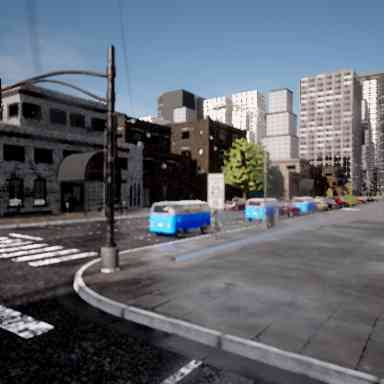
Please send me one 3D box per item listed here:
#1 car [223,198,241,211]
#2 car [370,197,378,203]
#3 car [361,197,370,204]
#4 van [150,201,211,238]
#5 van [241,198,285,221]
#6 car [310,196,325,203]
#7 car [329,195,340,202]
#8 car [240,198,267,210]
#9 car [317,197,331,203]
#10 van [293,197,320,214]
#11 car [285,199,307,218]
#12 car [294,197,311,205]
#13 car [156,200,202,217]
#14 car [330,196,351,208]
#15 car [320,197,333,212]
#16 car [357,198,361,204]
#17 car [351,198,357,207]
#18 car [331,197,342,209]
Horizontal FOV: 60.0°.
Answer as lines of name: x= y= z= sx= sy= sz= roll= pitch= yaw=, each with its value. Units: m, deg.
car: x=5.294 y=1.472 z=40.828 sx=1.967 sy=1.590 sz=4.097 roll=0 pitch=0 yaw=35
car: x=43.786 y=1.878 z=81.267 sx=1.947 sy=1.339 sz=4.313 roll=0 pitch=0 yaw=35
car: x=34.295 y=1.789 z=67.690 sx=1.887 sy=1.381 sz=4.507 roll=0 pitch=0 yaw=35
van: x=-0.503 y=1.387 z=17.908 sx=1.690 sy=1.788 sz=3.998 roll=0 pitch=0 yaw=35
van: x=5.824 y=1.416 z=26.959 sx=1.690 sy=1.788 sz=3.998 roll=0 pitch=0 yaw=35
car: x=27.340 y=1.693 z=72.366 sx=1.752 sy=1.417 sz=4.829 roll=0 pitch=0 yaw=35
car: x=36.928 y=1.676 z=86.082 sx=1.967 sy=1.590 sz=4.097 roll=0 pitch=0 yaw=35
car: x=8.456 y=1.594 z=45.353 sx=1.887 sy=1.381 sz=4.507 roll=0 pitch=0 yaw=35
car: x=30.600 y=1.756 z=77.032 sx=1.947 sy=1.339 sz=4.313 roll=0 pitch=0 yaw=35
van: x=12.151 y=1.449 z=36.010 sx=1.690 sy=1.788 sz=3.998 roll=0 pitch=0 yaw=35
car: x=8.986 y=1.636 z=31.484 sx=1.887 sy=1.381 sz=4.507 roll=0 pitch=0 yaw=35
car: x=21.110 y=1.670 z=63.455 sx=1.887 sy=1.381 sz=4.507 roll=0 pitch=0 yaw=35
car: x=-1.132 y=1.524 z=31.636 sx=1.752 sy=1.417 sz=4.829 roll=0 pitch=0 yaw=35
car: x=21.643 y=1.477 z=49.588 sx=2.192 sy=1.841 sz=5.009 roll=0 pitch=0 yaw=35
car: x=15.412 y=1.651 z=40.676 sx=1.752 sy=1.417 sz=4.829 roll=0 pitch=0 yaw=35
car: x=28.066 y=1.727 z=58.779 sx=1.752 sy=1.417 sz=4.829 roll=0 pitch=0 yaw=35
car: x=24.807 y=1.496 z=54.114 sx=2.192 sy=1.841 sz=5.009 roll=0 pitch=0 yaw=35
car: x=18.477 y=1.709 z=45.062 sx=1.947 sy=1.339 sz=4.313 roll=0 pitch=0 yaw=35
